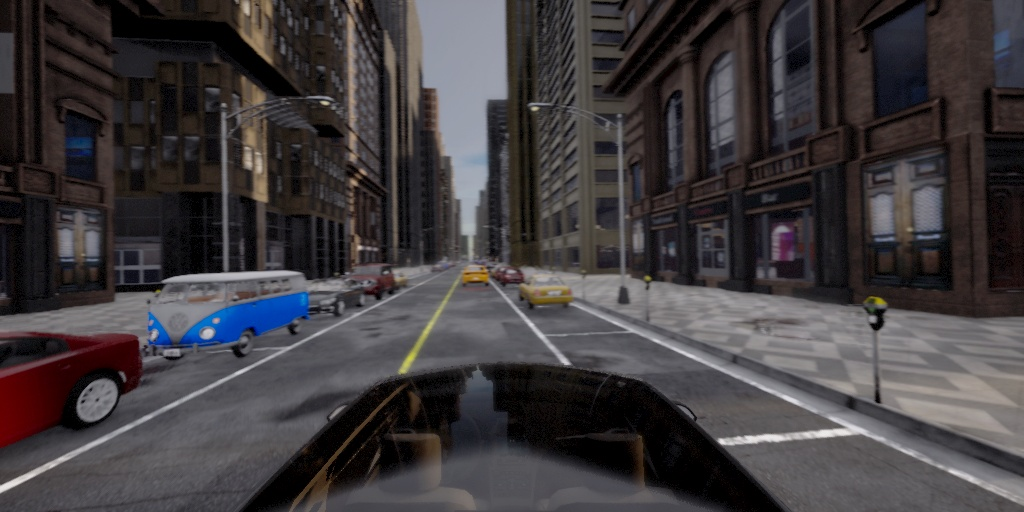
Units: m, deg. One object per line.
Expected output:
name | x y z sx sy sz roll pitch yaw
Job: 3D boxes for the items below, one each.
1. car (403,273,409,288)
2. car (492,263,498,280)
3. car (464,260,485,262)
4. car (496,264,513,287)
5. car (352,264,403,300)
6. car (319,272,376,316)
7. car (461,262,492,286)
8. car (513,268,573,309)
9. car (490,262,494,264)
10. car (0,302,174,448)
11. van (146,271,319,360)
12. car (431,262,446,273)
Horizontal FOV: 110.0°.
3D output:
car | -8.412 1.624 25.270 1.751 1.417 4.829 0 0 -7
car | -0.609 1.568 32.010 1.802 1.307 4.207 0 0 -7
car | -4.419 1.614 41.459 1.882 1.535 5.008 -1 0 -6
car | 0.035 1.513 26.429 1.802 1.307 4.207 0 0 -7
car | -7.788 1.359 19.857 2.192 1.841 5.009 0 0 -7
car | -7.145 1.541 14.276 2.007 1.370 4.403 0 0 -7
car | -2.854 1.480 27.969 1.882 1.535 5.008 -1 -1 -7
car | 1.301 1.348 15.434 1.751 1.417 4.829 0 0 -7
car | -1.271 1.567 37.760 1.751 1.417 4.829 0 0 -7
car | -5.859 1.427 3.114 1.888 1.381 4.507 0 0 -7
van | -6.502 1.277 8.695 1.690 1.789 3.998 0 0 -7
car | -12.289 2.020 58.925 1.802 1.307 4.207 0 0 -7
